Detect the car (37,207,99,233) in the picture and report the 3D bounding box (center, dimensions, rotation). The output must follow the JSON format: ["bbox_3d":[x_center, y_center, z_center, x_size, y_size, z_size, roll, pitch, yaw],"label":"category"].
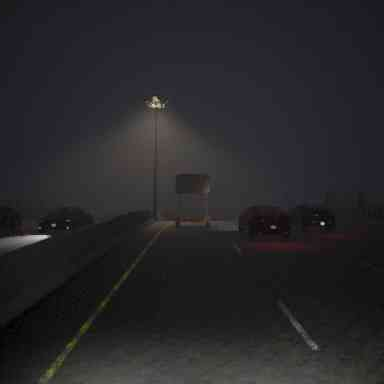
[{"bbox_3d":[-7.099,1.546,19.057,1.994,1.385,4.181,0,-1,0],"label":"car"}]

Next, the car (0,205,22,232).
[{"bbox_3d":[-10.600,1.453,17.050,1.837,1.490,4.892,0,0,0],"label":"car"}]

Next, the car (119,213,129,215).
[{"bbox_3d":[-10.580,4.015,52.465,1.994,1.385,4.181,0,-6,0],"label":"car"}]

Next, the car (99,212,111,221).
[{"bbox_3d":[-14.077,3.935,52.393,2.128,1.511,4.902,0,-6,0],"label":"car"}]

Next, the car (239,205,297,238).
[{"bbox_3d":[3.600,1.433,17.197,1.882,1.535,5.008,0,-1,0],"label":"car"}]

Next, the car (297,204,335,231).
[{"bbox_3d":[7.100,1.517,20.519,1.837,1.490,4.892,0,-1,0],"label":"car"}]

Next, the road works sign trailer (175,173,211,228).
[{"bbox_3d":[0.096,0.538,22.667,2.380,3.560,2.880,0,-2,3],"label":"road works sign trailer"}]
